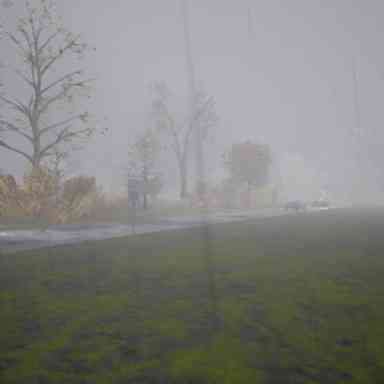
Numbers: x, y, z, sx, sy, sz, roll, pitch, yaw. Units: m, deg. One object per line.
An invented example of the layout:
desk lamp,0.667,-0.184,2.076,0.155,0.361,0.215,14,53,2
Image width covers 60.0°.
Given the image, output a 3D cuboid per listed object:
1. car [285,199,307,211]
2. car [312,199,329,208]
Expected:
car,14.253,1.790,45.542,1.837,1.490,4.892,1,0,36
car,21.528,1.858,55.694,2.128,1.511,4.902,1,0,36
